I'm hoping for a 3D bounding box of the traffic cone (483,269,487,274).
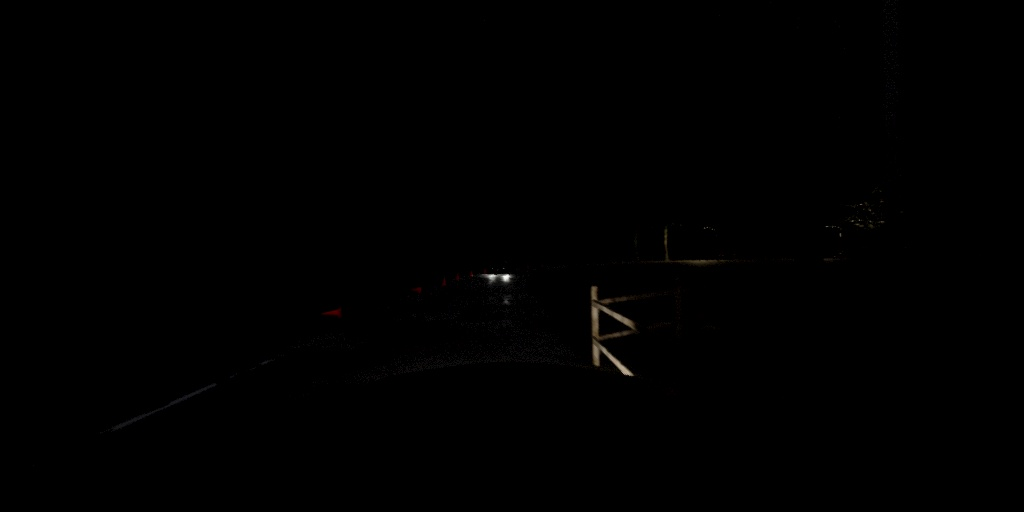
[{"bbox_3d":[-2.977,1.654,39.893,0.340,0.580,0.340,0,0,13],"label":"traffic cone"}]

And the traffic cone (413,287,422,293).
[{"bbox_3d":[-4.994,1.555,19.511,0.340,0.580,0.340,0,0,15],"label":"traffic cone"}]

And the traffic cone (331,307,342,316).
[{"bbox_3d":[-5.630,1.577,11.768,0.340,0.580,0.340,0,0,-12],"label":"traffic cone"}]

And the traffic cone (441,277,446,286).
[{"bbox_3d":[-4.619,1.713,24.424,0.340,0.580,0.340,0,0,-1],"label":"traffic cone"}]

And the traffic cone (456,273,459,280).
[{"bbox_3d":[-4.498,1.699,29.607,0.340,0.580,0.340,0,0,4],"label":"traffic cone"}]

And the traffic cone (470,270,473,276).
[{"bbox_3d":[-3.950,1.678,34.781,0.340,0.580,0.340,0,0,8],"label":"traffic cone"}]

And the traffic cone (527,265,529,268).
[{"bbox_3d":[2.413,1.554,54.505,0.340,0.580,0.340,0,0,27],"label":"traffic cone"}]

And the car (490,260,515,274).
[{"bbox_3d":[-0.929,1.183,39.383,1.837,1.490,4.892,-1,0,14],"label":"car"}]
